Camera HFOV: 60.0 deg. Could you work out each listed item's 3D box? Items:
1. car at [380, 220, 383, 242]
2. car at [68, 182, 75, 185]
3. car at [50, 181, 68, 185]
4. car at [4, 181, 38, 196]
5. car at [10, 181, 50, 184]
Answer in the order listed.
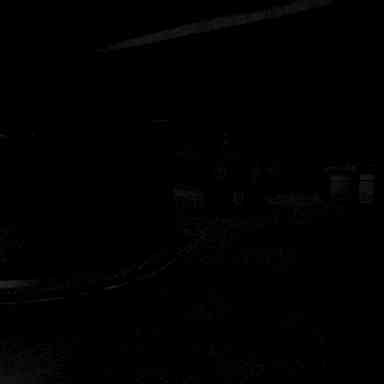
[{"bbox_3d":[10.080,1.413,15.298,2.242,1.667,4.611,2,2,35],"label":"car"},{"bbox_3d":[-25.612,-1.292,68.145,4.605,1.855,1.932,2,2,35],"label":"car"},{"bbox_3d":[-26.948,-1.269,65.532,3.866,1.878,1.905,2,2,35],"label":"car"},{"bbox_3d":[-21.918,-0.480,42.507,4.605,1.855,1.932,2,2,35],"label":"car"},{"bbox_3d":[-17.381,-0.191,35.293,3.866,1.878,1.905,2,2,35],"label":"car"}]
